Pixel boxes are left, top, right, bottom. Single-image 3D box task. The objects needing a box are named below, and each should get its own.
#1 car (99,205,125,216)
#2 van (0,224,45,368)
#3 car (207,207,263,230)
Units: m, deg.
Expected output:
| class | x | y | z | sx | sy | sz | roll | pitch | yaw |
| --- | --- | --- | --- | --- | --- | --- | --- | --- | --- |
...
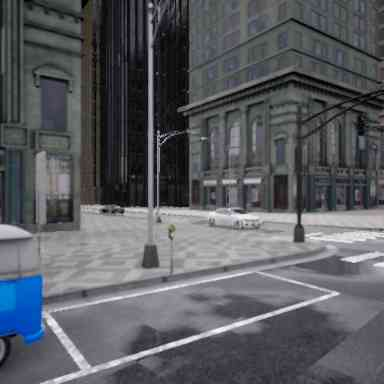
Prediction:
| class | x | y | z | sx | sy | sz | roll | pitch | yaw |
| --- | --- | --- | --- | --- | --- | --- | --- | --- | --- |
| car | -10.301 | 2.328 | 42.663 | 1.895 | 1.301 | 4.718 | 0 | -1 | -35 |
| van | -3.868 | 1.339 | 3.893 | 3.998 | 1.788 | 1.690 | 0 | 0 | -35 |
| car | 2.931 | 1.852 | 23.938 | 1.812 | 1.442 | 4.674 | 0 | -1 | -36 |
